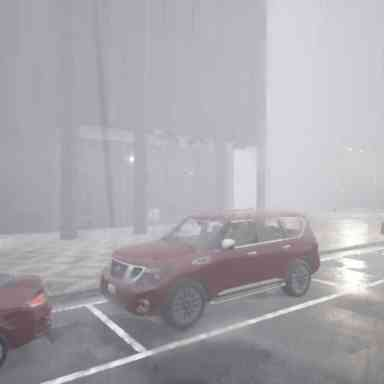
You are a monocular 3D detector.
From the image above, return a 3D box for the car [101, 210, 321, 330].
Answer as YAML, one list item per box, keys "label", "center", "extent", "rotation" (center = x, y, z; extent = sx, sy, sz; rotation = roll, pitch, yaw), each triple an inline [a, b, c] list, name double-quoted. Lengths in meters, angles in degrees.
- label: "car"
  center: [0.689, 1.344, 7.131]
  extent: [5.009, 1.841, 2.192]
  rotation: [0, 0, -35]

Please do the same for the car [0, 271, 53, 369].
- label: "car"
  center: [-3.891, 1.576, 3.875]
  extent: [4.206, 1.307, 1.802]
  rotation: [0, 0, -35]
